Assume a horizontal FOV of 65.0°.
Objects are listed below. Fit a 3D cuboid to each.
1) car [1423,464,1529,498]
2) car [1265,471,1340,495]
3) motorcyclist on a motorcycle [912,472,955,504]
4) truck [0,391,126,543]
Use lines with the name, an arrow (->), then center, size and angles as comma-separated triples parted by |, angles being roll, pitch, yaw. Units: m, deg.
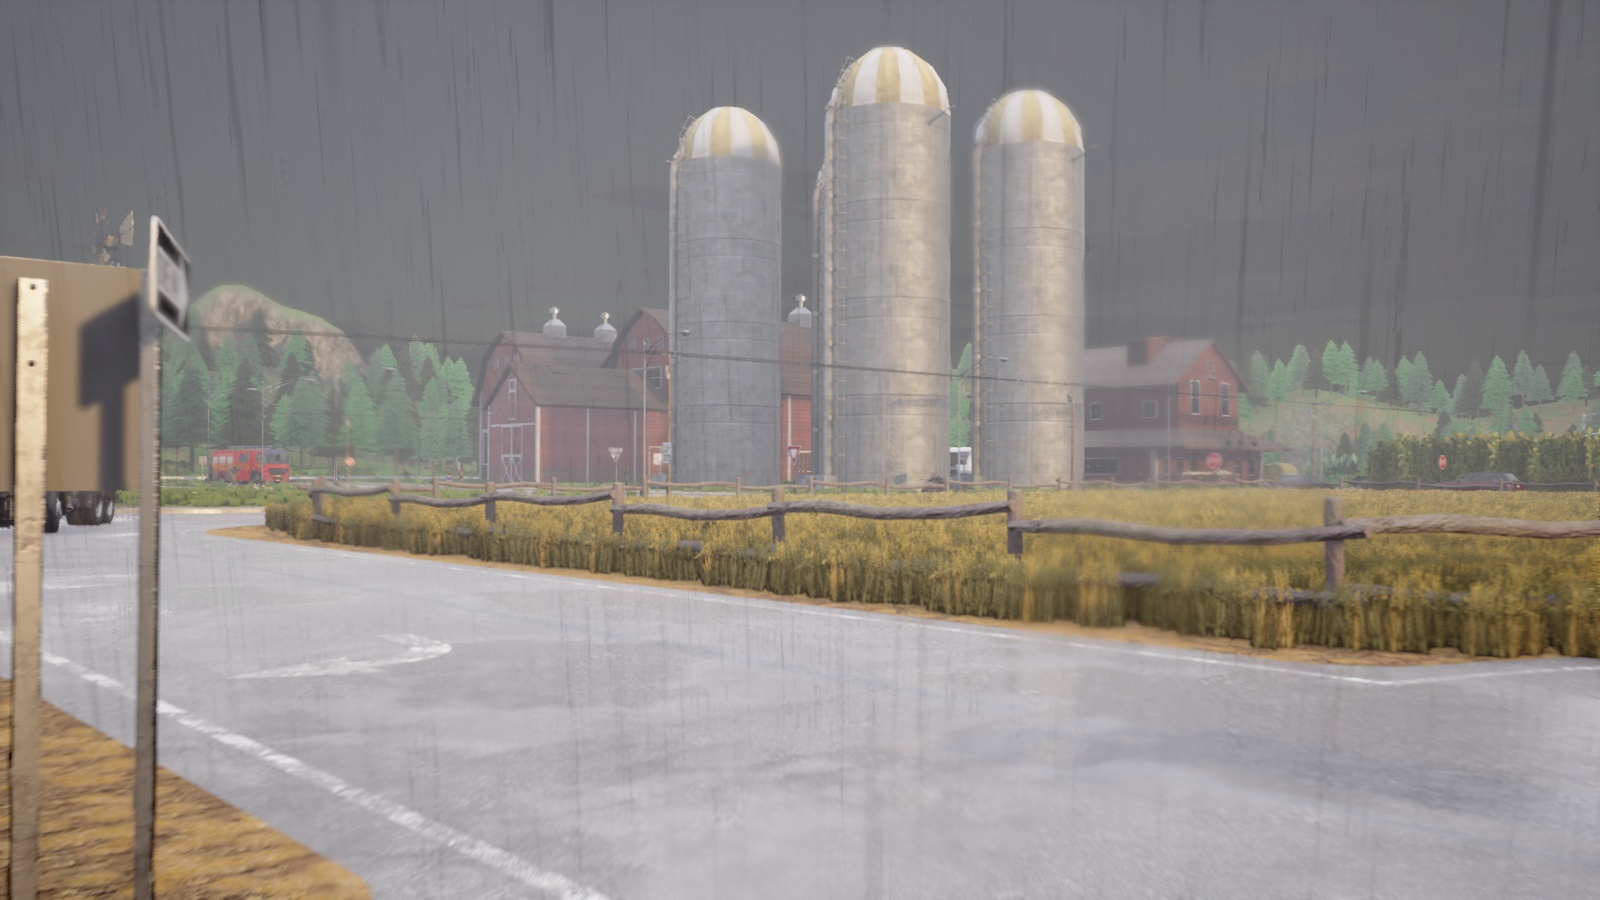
car -> 36.330, 1.662, 67.612 | 2.097, 1.767, 4.553 | 1, -1, -40
car -> 31.474, 2.054, 78.640 | 5.357, 1.411, 2.033 | 1, -1, -40
motorcyclist on a motorcycle -> 6.664, 1.870, 62.529 | 2.191, 1.530, 0.866 | 0, -1, -40
truck -> -19.801, 0.442, 32.120 | 2.891, 3.462, 7.936 | 0, -1, -16
